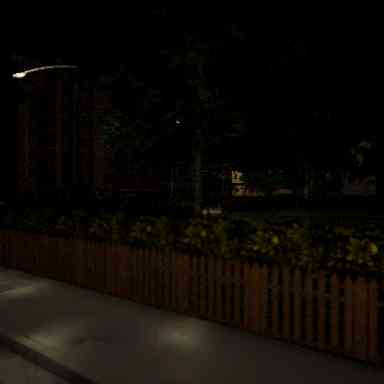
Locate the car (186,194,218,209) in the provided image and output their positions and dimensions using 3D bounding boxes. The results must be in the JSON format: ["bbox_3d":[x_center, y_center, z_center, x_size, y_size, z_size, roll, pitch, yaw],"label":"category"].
[{"bbox_3d":[1.304,1.229,45.319,2.150,2.045,5.566,0,0,36],"label":"car"}]
